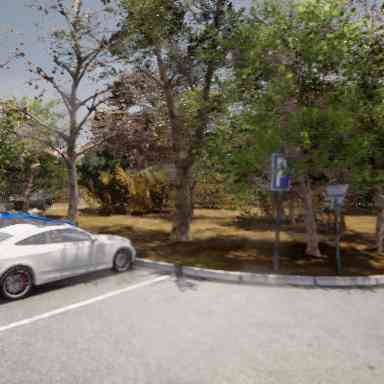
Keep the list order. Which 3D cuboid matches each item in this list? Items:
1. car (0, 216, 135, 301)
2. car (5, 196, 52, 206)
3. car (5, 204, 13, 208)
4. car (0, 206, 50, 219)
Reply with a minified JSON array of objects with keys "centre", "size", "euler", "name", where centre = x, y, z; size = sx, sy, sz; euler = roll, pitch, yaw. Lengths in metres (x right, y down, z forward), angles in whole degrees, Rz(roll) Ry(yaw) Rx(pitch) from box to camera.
[{"centre":[-3.507,1.477,8.316],"size":[2.002,1.452,4.674],"euler":[0,0,36],"name":"car"},{"centre":[-16.690,1.153,33.727],"size":[2.128,1.511,4.902],"euler":[-3,-1,35],"name":"car"},{"centre":[-8.736,1.401,12.044],"size":[2.231,1.521,4.892],"euler":[0,0,35],"name":"car"},{"centre":[-6.065,1.418,10.152],"size":[2.097,1.535,5.008],"euler":[0,0,36],"name":"car"}]
